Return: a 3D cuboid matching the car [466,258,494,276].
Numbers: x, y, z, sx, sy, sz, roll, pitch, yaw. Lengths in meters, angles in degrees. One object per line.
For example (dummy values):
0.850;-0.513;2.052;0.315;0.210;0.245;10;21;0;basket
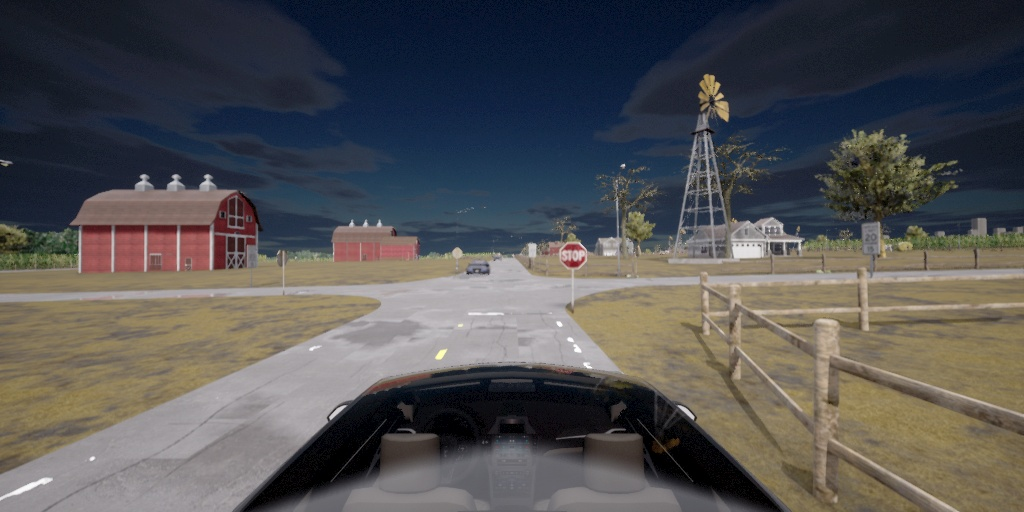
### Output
-2.916;1.021;31.852;1.994;1.385;4.181;0;1;0;car
